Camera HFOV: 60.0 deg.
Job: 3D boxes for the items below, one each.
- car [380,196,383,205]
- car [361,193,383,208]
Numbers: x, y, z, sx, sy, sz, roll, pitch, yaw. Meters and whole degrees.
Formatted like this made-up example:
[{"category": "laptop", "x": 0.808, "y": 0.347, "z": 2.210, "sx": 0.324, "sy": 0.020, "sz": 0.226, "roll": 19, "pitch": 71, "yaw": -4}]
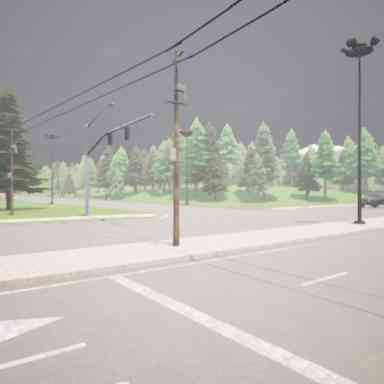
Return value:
[{"category": "car", "x": 26.958, "y": 1.554, "z": 43.410, "sx": 4.718, "sy": 1.301, "sz": 1.895, "roll": 0, "pitch": 0, "yaw": -36}, {"category": "car", "x": 25.848, "y": 1.173, "z": 46.919, "sx": 5.566, "sy": 2.045, "sz": 2.150, "roll": 0, "pitch": 0, "yaw": -36}]
